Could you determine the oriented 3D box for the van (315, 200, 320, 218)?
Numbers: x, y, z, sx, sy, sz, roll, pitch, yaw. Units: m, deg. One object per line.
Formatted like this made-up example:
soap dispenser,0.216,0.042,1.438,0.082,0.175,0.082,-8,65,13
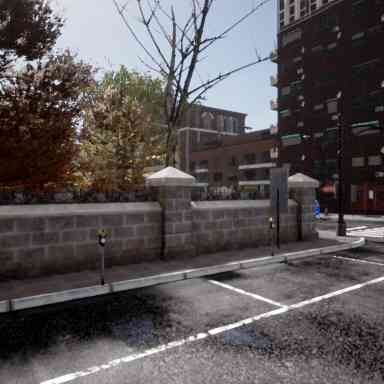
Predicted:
van,10.496,1.646,32.597,1.690,1.788,3.998,-1,0,-36
